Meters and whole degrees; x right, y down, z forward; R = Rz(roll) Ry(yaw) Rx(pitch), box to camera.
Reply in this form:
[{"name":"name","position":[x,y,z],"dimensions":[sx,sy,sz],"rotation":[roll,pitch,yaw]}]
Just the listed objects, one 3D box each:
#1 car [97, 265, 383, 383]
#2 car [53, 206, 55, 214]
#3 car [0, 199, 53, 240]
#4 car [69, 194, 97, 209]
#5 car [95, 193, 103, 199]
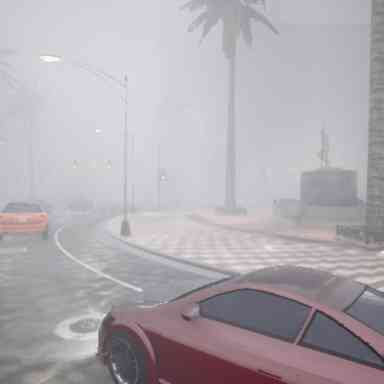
[{"name":"car","position":[0.846,1.555,3.661],"dimensions":[4.181,1.385,1.994],"rotation":[0,0,38]},{"name":"car","position":[-13.502,1.333,28.751],"dimensions":[1.837,1.490,4.892],"rotation":[0,0,-3]},{"name":"car","position":[-8.212,1.250,16.504],"dimensions":[2.097,1.767,4.553],"rotation":[0,0,-22]},{"name":"car","position":[-13.815,1.342,41.601],"dimensions":[1.994,1.385,4.181],"rotation":[0,0,0]},{"name":"car","position":[-24.299,1.080,85.547],"dimensions":[2.161,1.482,4.786],"rotation":[0,0,-1]}]
